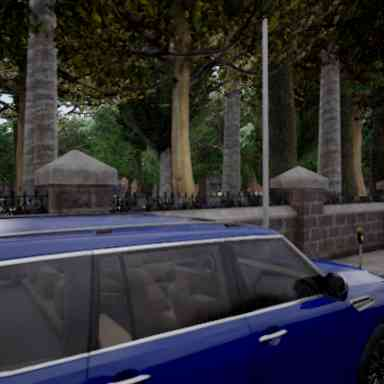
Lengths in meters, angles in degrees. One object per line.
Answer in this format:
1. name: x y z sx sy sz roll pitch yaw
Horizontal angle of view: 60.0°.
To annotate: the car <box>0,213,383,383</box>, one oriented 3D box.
1. car: -0.112 1.230 3.159 5.566 2.045 2.150 0 0 -36
